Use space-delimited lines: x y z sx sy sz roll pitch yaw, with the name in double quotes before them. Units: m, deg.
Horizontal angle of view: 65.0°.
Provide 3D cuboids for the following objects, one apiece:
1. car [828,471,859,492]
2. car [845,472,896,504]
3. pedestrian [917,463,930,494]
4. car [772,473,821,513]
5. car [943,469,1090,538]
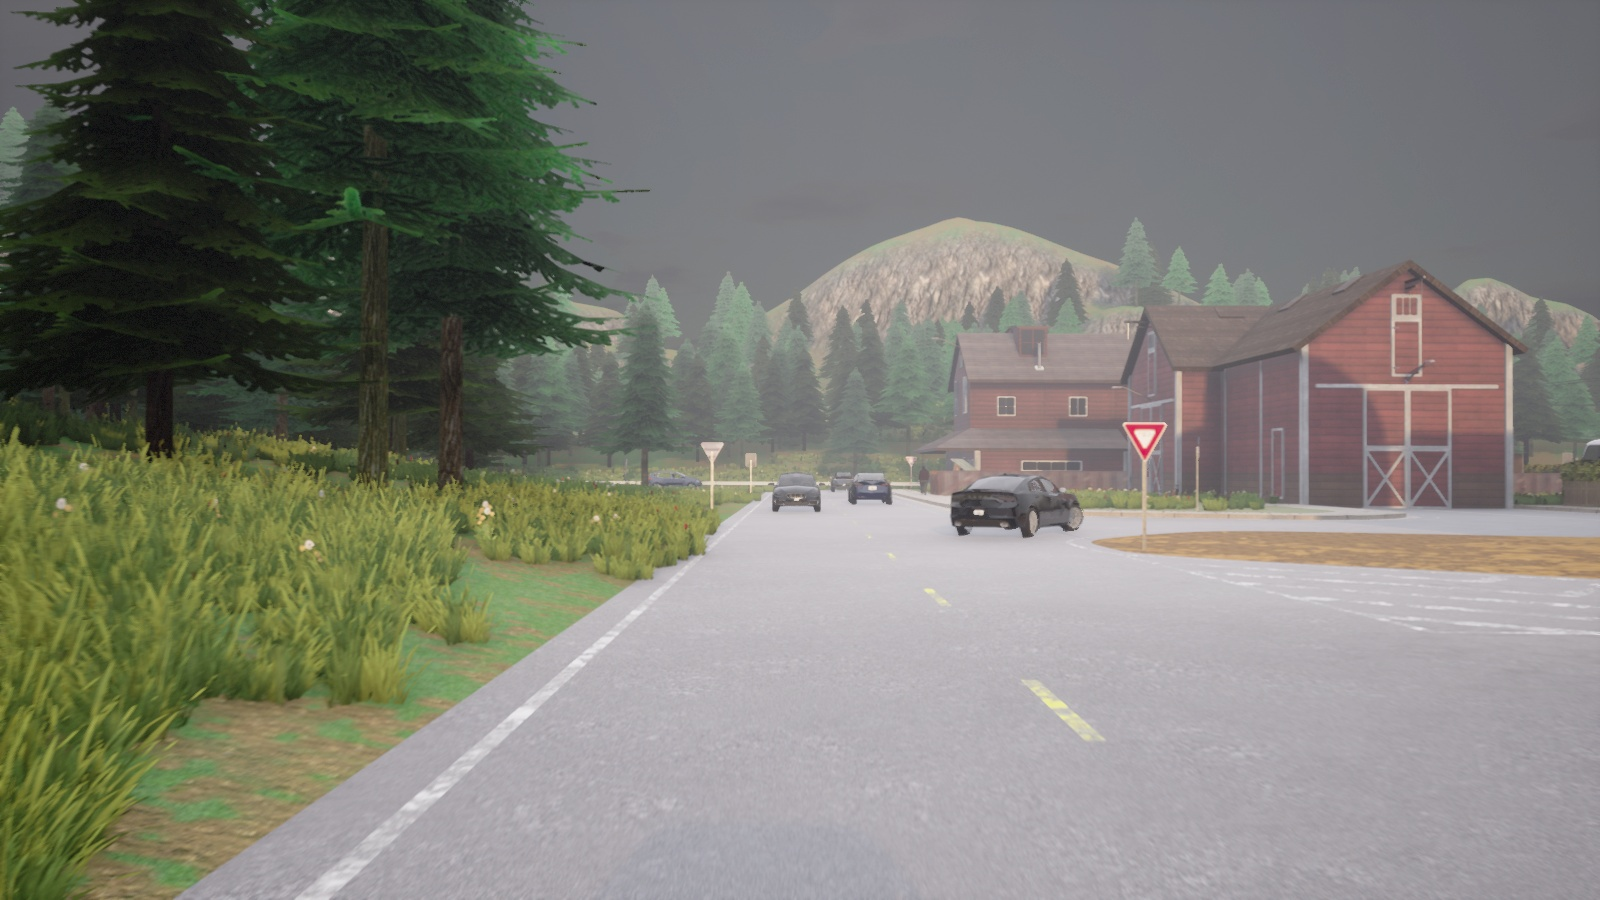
"car" 3.270 2.350 95.088 2.128 1.511 4.902 0 -1 0
"car" 3.354 1.815 60.577 2.163 1.488 4.792 0 -1 0
"pedestrian" 7.461 1.711 75.930 0.634 1.844 0.899 0 -1 -1
"car" -0.120 1.651 49.662 1.837 1.490 4.892 0 -1 0
"car" 5.551 1.289 31.678 1.882 1.535 5.008 -1 -1 32
